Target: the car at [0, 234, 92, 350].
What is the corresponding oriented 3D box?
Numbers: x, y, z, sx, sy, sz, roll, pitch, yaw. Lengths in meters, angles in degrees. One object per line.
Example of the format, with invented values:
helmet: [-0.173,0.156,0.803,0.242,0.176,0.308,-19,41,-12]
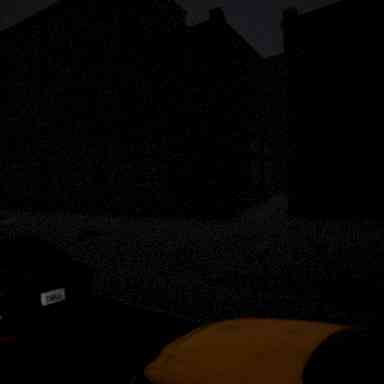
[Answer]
car: [-3.857,1.516,5.996,4.792,1.488,2.163,0,0,35]
